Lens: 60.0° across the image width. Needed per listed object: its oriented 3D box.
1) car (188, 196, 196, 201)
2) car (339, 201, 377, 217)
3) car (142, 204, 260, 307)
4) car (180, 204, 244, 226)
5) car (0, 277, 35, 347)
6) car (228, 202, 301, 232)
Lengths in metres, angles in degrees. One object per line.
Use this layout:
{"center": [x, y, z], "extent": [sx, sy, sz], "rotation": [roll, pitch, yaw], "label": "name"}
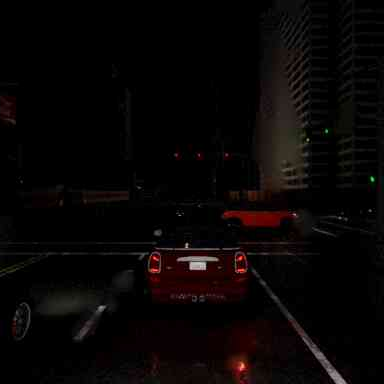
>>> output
{"center": [0.057, 1.595, 83.474], "extent": [1.895, 1.301, 4.718], "rotation": [0, 0, 0], "label": "car"}
{"center": [16.291, 1.547, 30.177], "extent": [5.357, 1.411, 2.033], "rotation": [0, 0, 0], "label": "car"}
{"center": [0.105, 1.352, 8.125], "extent": [2.097, 1.767, 4.553], "rotation": [0, 0, 0], "label": "car"}
{"center": [1.318, 1.564, 22.908], "extent": [4.181, 1.385, 1.994], "rotation": [0, 0, 0], "label": "car"}
{"center": [-3.396, 1.526, 3.350], "extent": [1.812, 1.442, 4.674], "rotation": [0, 0, 0], "label": "car"}
{"center": [3.935, 1.352, 19.420], "extent": [4.553, 1.767, 2.097], "rotation": [0, 0, 0], "label": "car"}
